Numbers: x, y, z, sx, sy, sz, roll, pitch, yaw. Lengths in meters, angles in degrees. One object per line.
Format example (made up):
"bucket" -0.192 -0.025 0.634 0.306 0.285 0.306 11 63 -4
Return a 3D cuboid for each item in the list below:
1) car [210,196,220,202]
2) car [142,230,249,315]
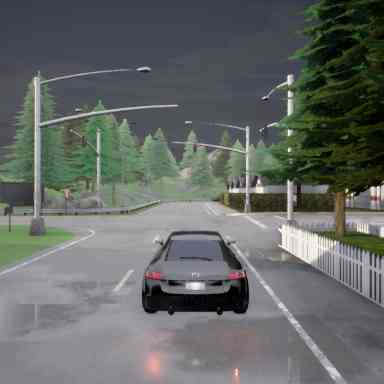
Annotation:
"car" 6.697 1.525 72.863 5.357 1.411 2.033 0 0 -22
"car" 0.075 1.564 7.644 1.994 1.385 4.181 0 0 1
